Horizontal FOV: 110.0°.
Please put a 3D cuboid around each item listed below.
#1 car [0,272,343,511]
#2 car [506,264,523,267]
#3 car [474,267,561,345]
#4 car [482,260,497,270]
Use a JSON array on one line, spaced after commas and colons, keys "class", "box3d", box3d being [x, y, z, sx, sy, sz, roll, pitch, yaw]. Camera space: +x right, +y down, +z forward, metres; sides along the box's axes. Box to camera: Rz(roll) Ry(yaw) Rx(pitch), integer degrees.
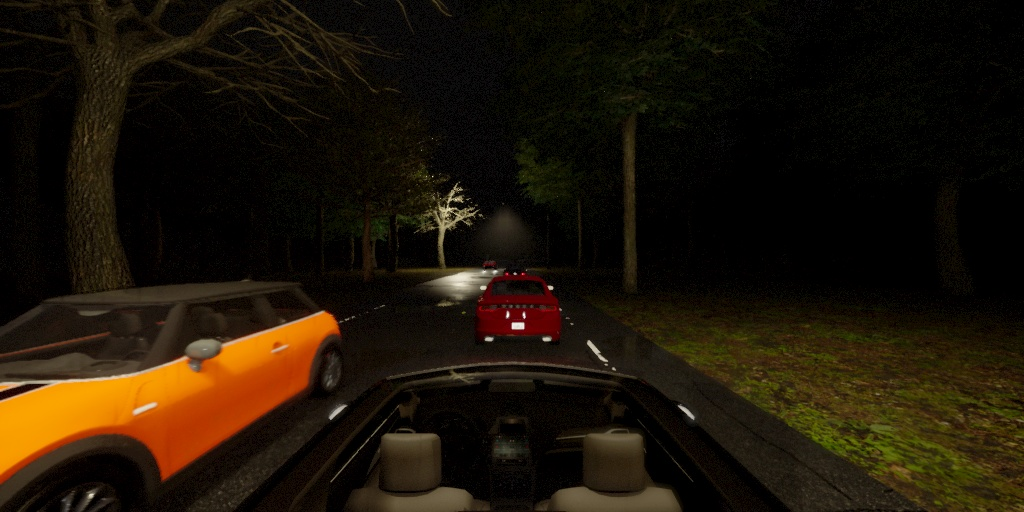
[{"class": "car", "box3d": [-3.593, 1.102, 3.482, 2.097, 1.767, 4.553, 0, 0, 0]}, {"class": "car", "box3d": [0.210, 1.352, 28.294, 2.033, 1.411, 5.357, 0, 0, 0]}, {"class": "car", "box3d": [0.130, 1.234, 9.559, 1.882, 1.535, 5.008, 0, 0, 0]}, {"class": "car", "box3d": [-3.353, 1.404, 54.082, 1.882, 1.535, 5.008, 0, -1, 1]}]
